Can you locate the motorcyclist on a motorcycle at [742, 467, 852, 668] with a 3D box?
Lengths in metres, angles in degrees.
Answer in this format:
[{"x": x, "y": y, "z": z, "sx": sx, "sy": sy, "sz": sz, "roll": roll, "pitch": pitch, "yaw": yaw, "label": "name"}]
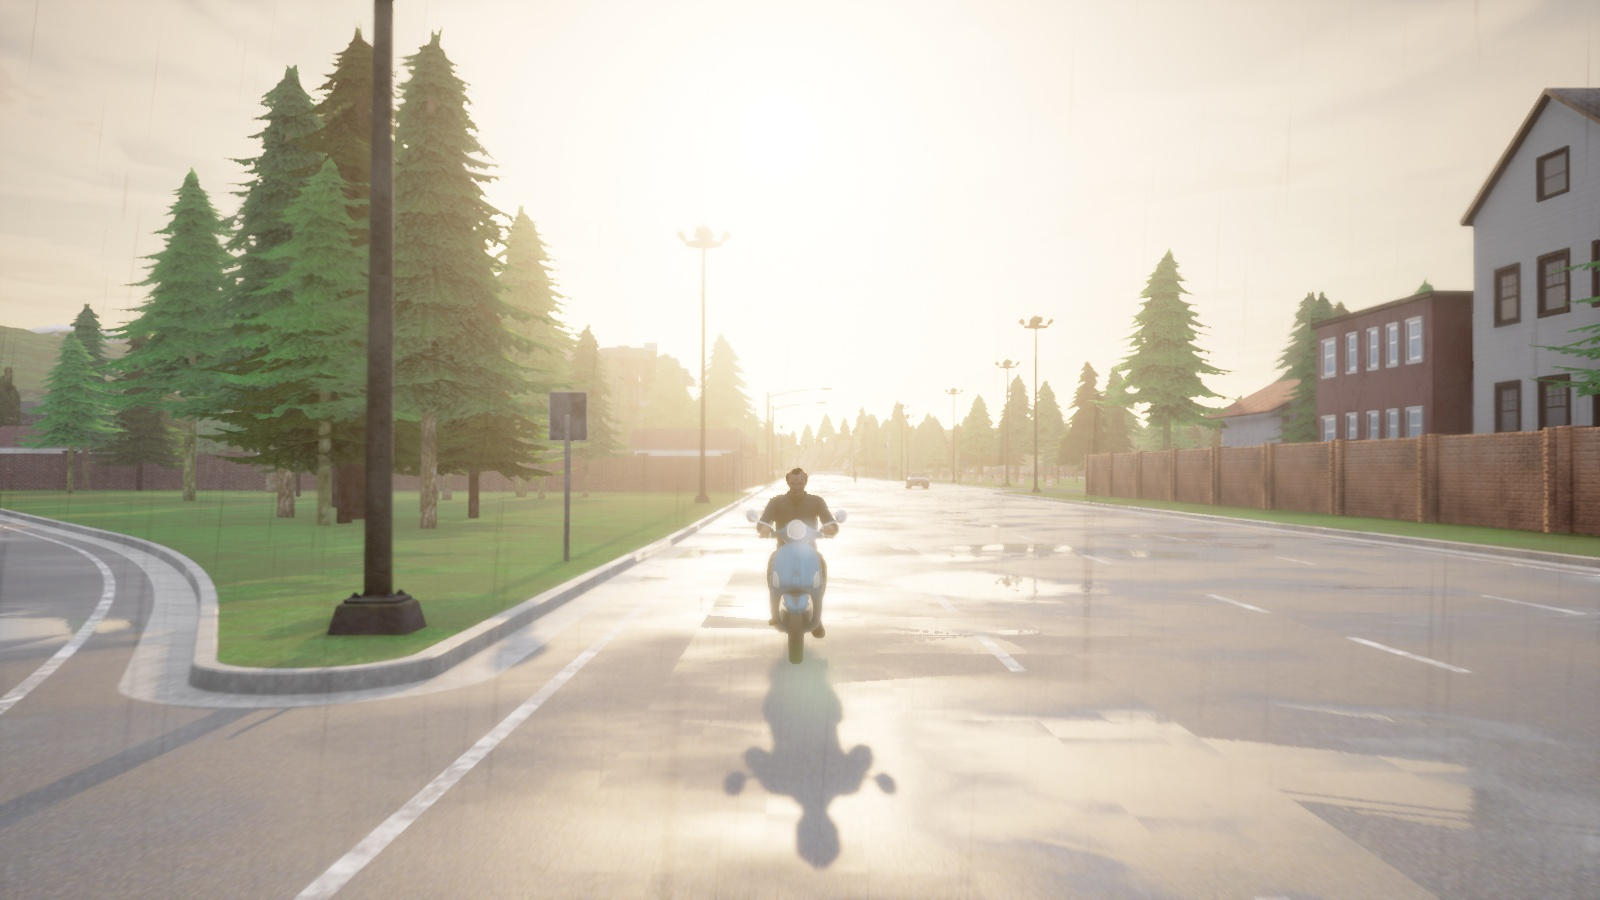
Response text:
[{"x": -0.023, "y": 0.946, "z": 10.871, "sx": 0.866, "sy": 1.590, "sz": 1.817, "roll": 0, "pitch": -1, "yaw": 0, "label": "motorcyclist on a motorcycle"}]
